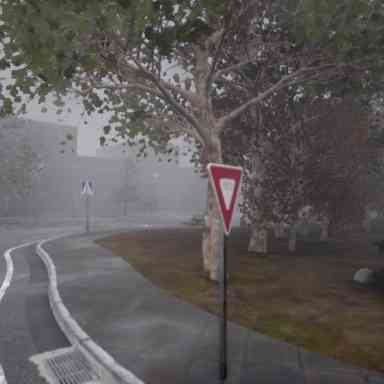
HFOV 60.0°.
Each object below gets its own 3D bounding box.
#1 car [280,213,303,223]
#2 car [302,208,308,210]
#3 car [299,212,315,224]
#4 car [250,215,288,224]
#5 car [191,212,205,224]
[{"bbox_3d":[16.217,4.196,54.140,1.994,1.385,4.181,0,-2,41],"label":"car"},{"bbox_3d":[25.854,4.780,77.736,2.435,2.045,5.566,0,-2,41],"label":"car"},{"bbox_3d":[16.927,4.005,50.160,1.882,1.535,5.008,0,-3,41],"label":"car"},{"bbox_3d":[9.348,3.127,41.480,2.150,2.045,5.566,0,-4,41],"label":"car"},{"bbox_3d":[2.228,2.972,38.110,2.033,1.411,5.357,0,-4,41],"label":"car"}]
